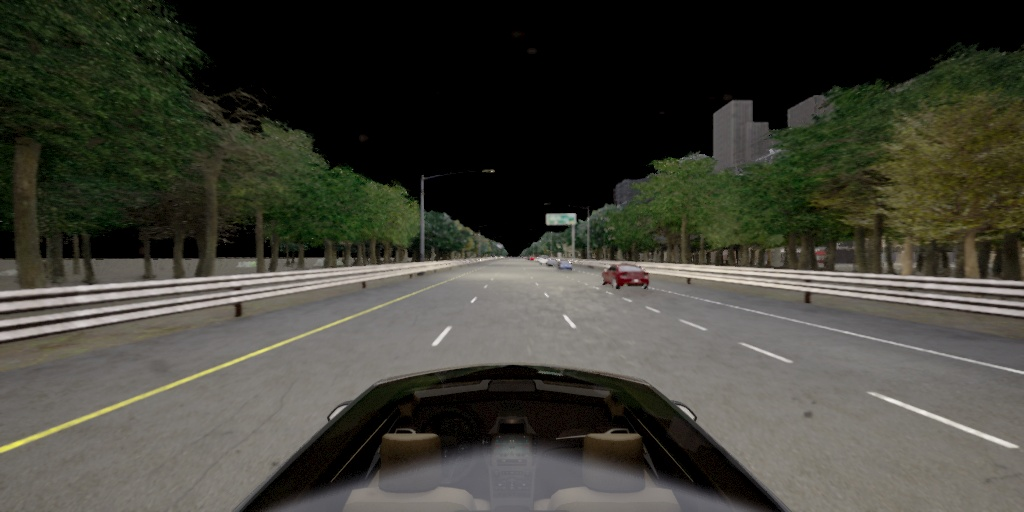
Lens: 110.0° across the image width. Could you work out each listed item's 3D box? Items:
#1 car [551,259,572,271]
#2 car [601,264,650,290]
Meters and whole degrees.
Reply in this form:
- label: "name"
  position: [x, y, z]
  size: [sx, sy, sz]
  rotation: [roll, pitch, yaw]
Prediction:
- label: "car"
  position: [7.124, 1.307, 49.732]
  size: [2.033, 1.411, 5.357]
  rotation: [0, 0, 0]
- label: "car"
  position: [7.023, 1.236, 22.730]
  size: [1.882, 1.535, 5.008]
  rotation: [0, 0, 0]
